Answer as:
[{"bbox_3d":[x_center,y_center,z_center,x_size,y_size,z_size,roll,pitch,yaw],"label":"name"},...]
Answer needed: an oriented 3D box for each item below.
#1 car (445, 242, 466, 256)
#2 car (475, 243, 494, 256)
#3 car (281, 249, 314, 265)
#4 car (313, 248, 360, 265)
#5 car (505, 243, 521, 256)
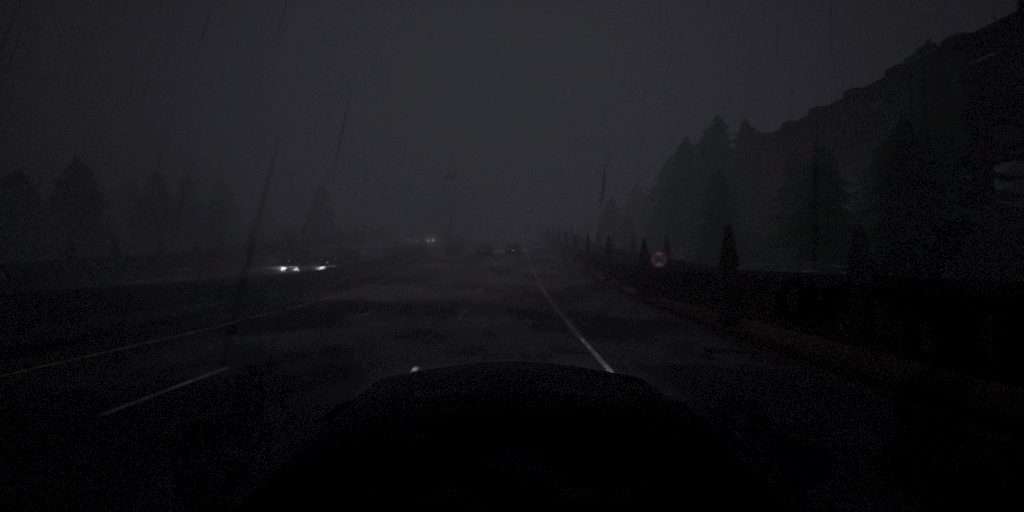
[{"bbox_3d":[-6.855,-0.958,43.748,1.882,1.535,5.008,0,7,0],"label":"car"},{"bbox_3d":[-3.353,-0.893,43.881,1.994,1.385,4.181,0,7,1],"label":"car"},{"bbox_3d":[-20.936,0.066,35.658,1.994,1.385,4.181,0,6,1],"label":"car"},{"bbox_3d":[-17.418,-0.045,36.473,2.033,1.411,5.357,0,6,1],"label":"car"},{"bbox_3d":[0.148,-0.895,43.854,1.994,1.385,4.181,0,7,1],"label":"car"}]
